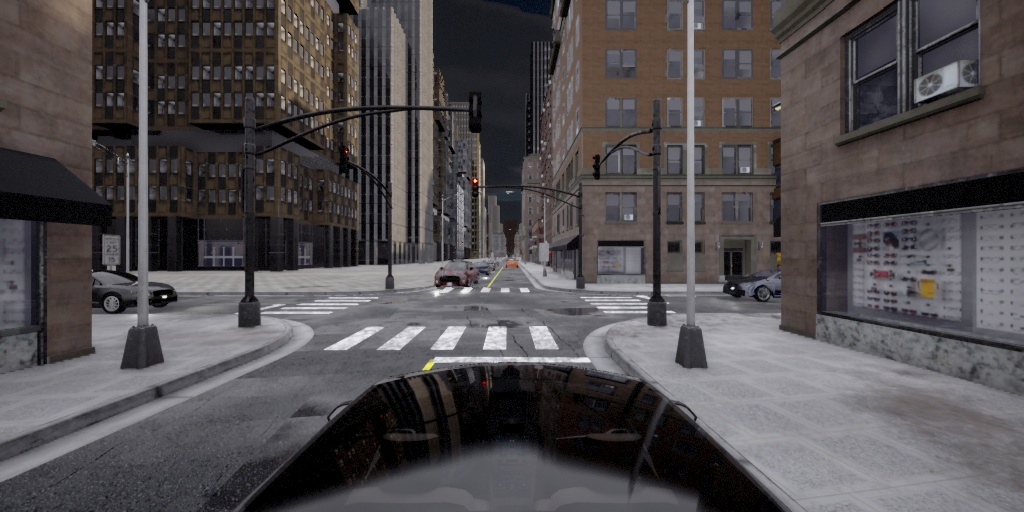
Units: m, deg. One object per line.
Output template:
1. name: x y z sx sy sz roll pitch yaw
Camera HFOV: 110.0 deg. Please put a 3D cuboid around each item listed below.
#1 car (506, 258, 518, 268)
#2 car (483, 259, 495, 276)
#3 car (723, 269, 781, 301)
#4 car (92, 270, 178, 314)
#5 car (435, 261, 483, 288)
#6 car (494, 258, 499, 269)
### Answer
1. car: -0.015 1.101 61.649 2.097 1.767 4.553 0 0 0
2. car: -3.162 1.298 36.778 2.033 1.411 5.357 0 0 0
3. car: 12.222 1.313 16.654 4.181 1.385 1.994 0 0 -1
4. car: -15.257 1.259 13.222 4.892 1.490 1.837 0 0 0
5. car: -3.516 1.103 23.491 2.097 1.767 4.553 0 0 5
6. car: -3.178 1.243 47.730 2.128 1.511 4.902 0 0 0
